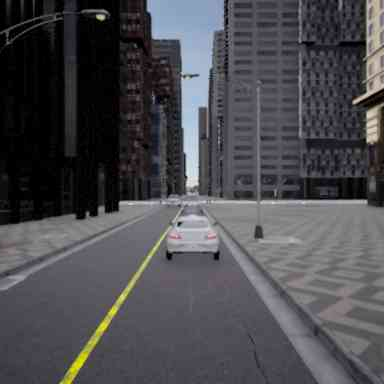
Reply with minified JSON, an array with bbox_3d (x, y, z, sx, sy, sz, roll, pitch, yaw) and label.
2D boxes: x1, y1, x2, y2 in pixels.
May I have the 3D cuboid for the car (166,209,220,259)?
[{"bbox_3d":[0.041,1.588,12.733,1.812,1.442,4.674,0,-1,0],"label":"car"}]

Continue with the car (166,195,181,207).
[{"bbox_3d":[-3.079,1.502,56.602,2.150,2.045,5.566,0,0,1],"label":"car"}]

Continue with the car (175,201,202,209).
[{"bbox_3d":[0.016,1.671,25.400,2.033,1.411,5.357,0,0,0],"label":"car"}]
